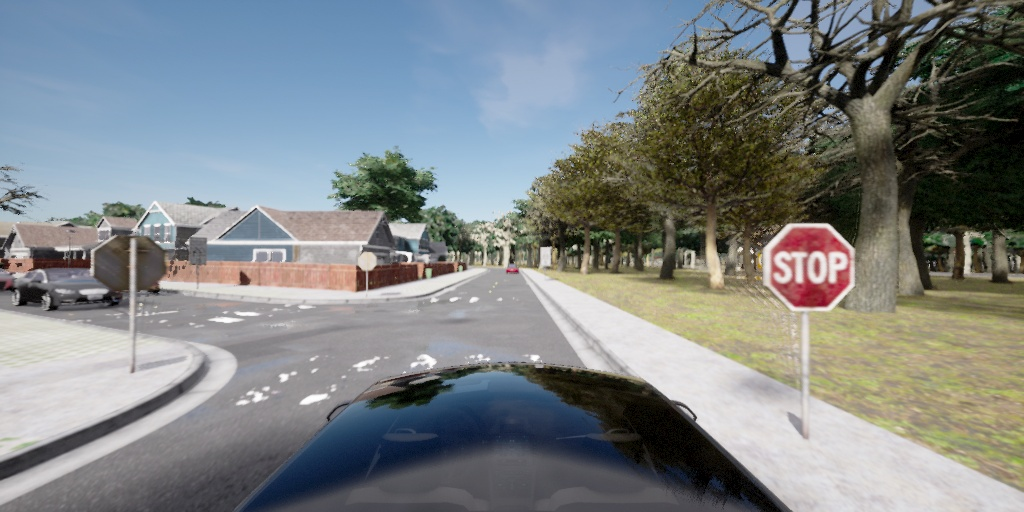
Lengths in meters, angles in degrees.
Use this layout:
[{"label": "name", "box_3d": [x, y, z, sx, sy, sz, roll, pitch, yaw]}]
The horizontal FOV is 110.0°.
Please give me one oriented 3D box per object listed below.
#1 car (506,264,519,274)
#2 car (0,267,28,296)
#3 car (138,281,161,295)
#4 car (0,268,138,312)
[{"label": "car", "box_3d": [0.059, 2.060, 56.144, 1.994, 1.385, 4.181, 0, -1, 1]}, {"label": "car", "box_3d": [-27.017, 1.276, 18.240, 4.181, 1.385, 1.994, 0, -1, 24]}, {"label": "car", "box_3d": [-20.691, 1.125, 18.716, 4.553, 1.767, 2.097, 0, -1, 23]}, {"label": "car", "box_3d": [-17.588, 1.242, 14.175, 4.902, 1.511, 2.128, 0, -1, 23]}]
